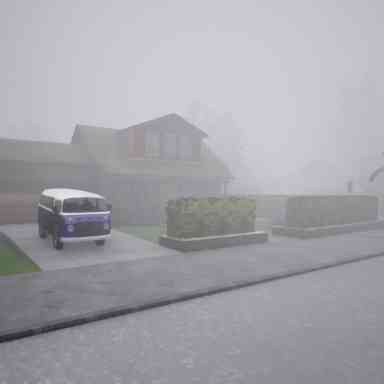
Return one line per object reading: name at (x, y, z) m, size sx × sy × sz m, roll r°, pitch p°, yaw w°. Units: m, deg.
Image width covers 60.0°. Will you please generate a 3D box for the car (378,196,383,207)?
car at (24.630, 0.990, 41.423) m, size 3.866 × 1.878 × 1.905 m, roll 0°, pitch 0°, yaw -1°
